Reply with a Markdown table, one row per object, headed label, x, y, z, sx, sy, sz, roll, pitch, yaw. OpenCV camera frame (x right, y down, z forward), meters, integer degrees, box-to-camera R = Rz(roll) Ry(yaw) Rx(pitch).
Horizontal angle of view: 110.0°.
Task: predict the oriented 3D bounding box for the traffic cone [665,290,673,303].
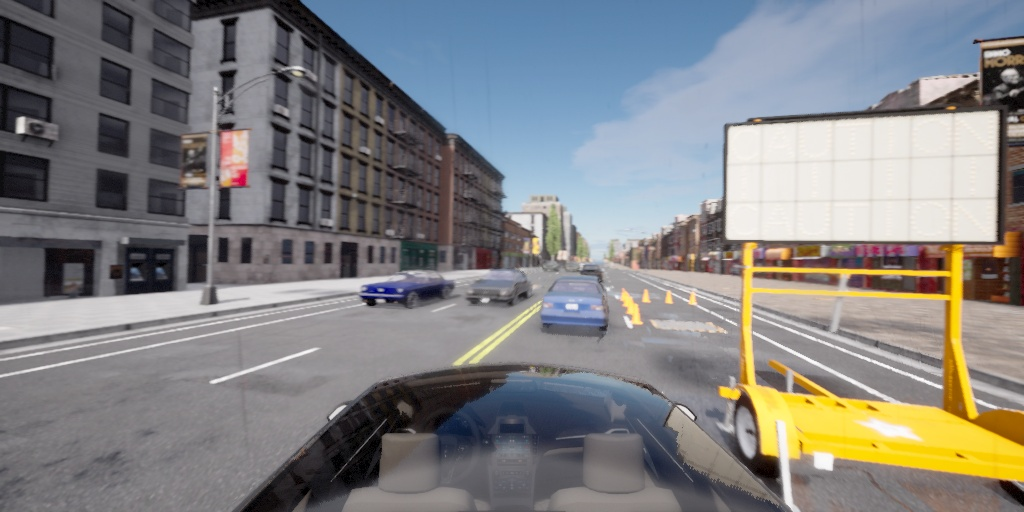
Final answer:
| label | x | y | z | sx | sy | sz | roll | pitch | yaw |
| --- | --- | --- | --- | --- | --- | --- | --- | --- | --- |
| traffic cone | 7.183 | 1.842 | 16.404 | 0.340 | 0.580 | 0.340 | 0 | 0 | 14 |

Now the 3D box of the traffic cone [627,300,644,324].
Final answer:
| label | x | y | z | sx | sy | sz | roll | pitch | yaw |
| --- | --- | --- | --- | --- | --- | --- | --- | --- | --- |
| traffic cone | 3.815 | 1.765 | 11.052 | 0.340 | 0.580 | 0.340 | 0 | 0 | 14 |

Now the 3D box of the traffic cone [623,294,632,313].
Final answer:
| label | x | y | z | sx | sy | sz | roll | pitch | yaw |
| --- | --- | --- | --- | --- | --- | --- | --- | --- | --- |
| traffic cone | 4.290 | 1.777 | 12.995 | 0.340 | 0.580 | 0.340 | 0 | 0 | 14 |

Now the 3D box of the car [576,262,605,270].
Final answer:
| label | x | y | z | sx | sy | sz | roll | pitch | yaw |
| --- | --- | --- | --- | --- | --- | --- | --- | --- | --- |
| car | 6.852 | 1.474 | 30.864 | 1.837 | 1.490 | 4.892 | 1 | -1 | 14 |

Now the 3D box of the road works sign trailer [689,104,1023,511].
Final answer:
| label | x | y | z | sx | sy | sz | roll | pitch | yaw |
| --- | --- | --- | --- | --- | --- | --- | --- | --- | --- |
| road works sign trailer | 3.493 | 0.273 | 3.924 | 2.380 | 3.560 | 2.880 | 0 | 0 | 14 |

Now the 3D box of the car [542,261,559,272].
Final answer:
| label | x | y | z | sx | sy | sz | roll | pitch | yaw |
| --- | --- | --- | --- | --- | --- | --- | --- | --- | --- |
| car | 6.028 | 1.540 | 55.517 | 2.097 | 1.767 | 4.553 | 1 | -1 | 14 |

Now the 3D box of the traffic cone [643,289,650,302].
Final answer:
| label | x | y | z | sx | sy | sz | roll | pitch | yaw |
| --- | --- | --- | --- | --- | --- | --- | --- | --- | --- |
| traffic cone | 6.212 | 1.823 | 16.642 | 0.340 | 0.580 | 0.340 | 0 | 0 | 14 |

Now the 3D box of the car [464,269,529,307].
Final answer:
| label | x | y | z | sx | sy | sz | roll | pitch | yaw |
| --- | --- | --- | --- | --- | --- | --- | --- | --- | --- |
| car | -0.357 | 1.283 | 15.914 | 2.033 | 1.411 | 5.357 | 1 | 0 | 14 |

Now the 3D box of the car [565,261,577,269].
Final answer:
| label | x | y | z | sx | sy | sz | roll | pitch | yaw |
| --- | --- | --- | --- | --- | --- | --- | --- | --- | --- |
| car | 9.530 | 1.623 | 56.142 | 2.097 | 1.767 | 4.553 | 1 | -1 | 14 |

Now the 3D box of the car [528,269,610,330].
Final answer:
| label | x | y | z | sx | sy | sz | roll | pitch | yaw |
| --- | --- | --- | --- | --- | --- | --- | --- | --- | --- |
| car | 2.086 | 1.324 | 11.385 | 2.033 | 1.411 | 5.357 | 1 | 0 | 14 |

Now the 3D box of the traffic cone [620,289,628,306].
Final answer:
| label | x | y | z | sx | sy | sz | roll | pitch | yaw |
| --- | --- | --- | --- | --- | --- | --- | --- | --- | --- |
| traffic cone | 4.766 | 1.791 | 14.937 | 0.340 | 0.580 | 0.340 | 0 | 0 | 14 |

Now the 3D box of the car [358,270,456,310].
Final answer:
| label | x | y | z | sx | sy | sz | roll | pitch | yaw |
| --- | --- | --- | --- | --- | --- | --- | --- | --- | --- |
| car | -4.029 | 1.262 | 14.558 | 1.895 | 1.301 | 4.718 | 1 | 0 | 14 |
